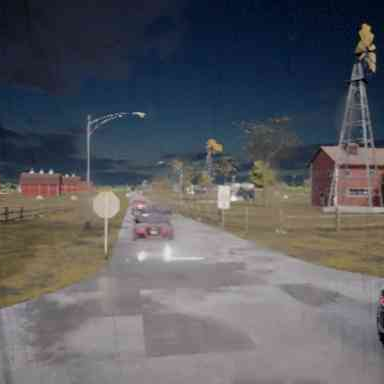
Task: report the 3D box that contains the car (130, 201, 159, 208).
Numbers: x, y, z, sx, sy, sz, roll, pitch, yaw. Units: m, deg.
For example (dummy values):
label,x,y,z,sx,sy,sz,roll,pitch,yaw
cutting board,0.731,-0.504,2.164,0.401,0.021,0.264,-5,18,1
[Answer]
label,x,y,z,sx,sy,sz,roll,pitch,yaw
car,-4.535,1.878,30.688,2.128,1.511,4.902,1,-1,-10

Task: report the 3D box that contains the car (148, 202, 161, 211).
label,x,y,z,sx,sy,sz,roll,pitch,yaw
car,-6.508,2.460,57.166,1.812,1.442,4.674,1,-1,-10

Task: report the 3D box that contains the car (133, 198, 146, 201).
label,x,y,z,sx,sy,sz,roll,pitch,yaw
car,-7.012,1.862,44.532,2.150,2.045,5.566,1,-1,-10

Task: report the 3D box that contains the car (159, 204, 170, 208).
label,x,y,z,sx,sy,sz,roll,pitch,yaw
car,-3.849,2.200,43.229,1.994,1.385,4.181,1,-1,-10

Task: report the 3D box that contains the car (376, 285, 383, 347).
label,x,y,z,sx,sy,sz,roll,pitch,yaw
car,4.624,1.617,4.054,4.181,1.385,1.994,-1,1,35

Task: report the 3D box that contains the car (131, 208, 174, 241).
label,x,y,z,sx,sy,sz,roll,pitch,yaw
car,-2.155,1.758,17.695,1.994,1.385,4.181,1,-1,-10
